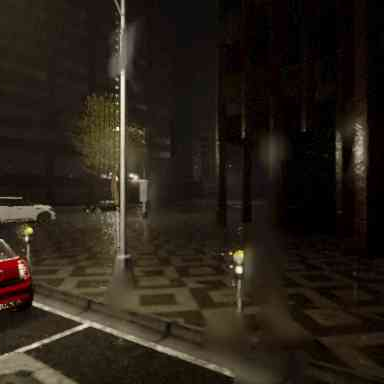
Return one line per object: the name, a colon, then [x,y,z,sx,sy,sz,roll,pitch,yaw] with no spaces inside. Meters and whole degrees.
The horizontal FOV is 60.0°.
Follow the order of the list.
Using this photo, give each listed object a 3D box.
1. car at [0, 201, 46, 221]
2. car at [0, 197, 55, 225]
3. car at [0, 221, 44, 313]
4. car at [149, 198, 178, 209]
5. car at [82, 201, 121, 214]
car: [-15.515,1.594,28.916,1.837,1.490,4.892,0,0,35]
car: [-12.218,1.320,22.458,2.150,2.045,5.566,0,0,38]
car: [-4.962,1.476,6.496,4.097,1.590,1.967,0,0,35]
car: [-3.832,1.572,45.359,1.812,1.442,4.674,0,0,35]
car: [-9.779,1.668,36.993,1.895,1.301,4.718,0,0,35]
